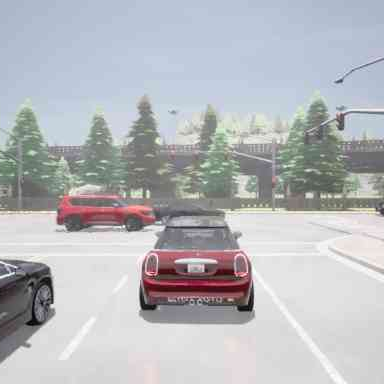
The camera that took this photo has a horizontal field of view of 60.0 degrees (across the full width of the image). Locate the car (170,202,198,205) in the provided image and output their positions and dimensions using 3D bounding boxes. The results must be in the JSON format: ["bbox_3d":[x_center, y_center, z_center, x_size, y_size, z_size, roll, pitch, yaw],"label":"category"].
[{"bbox_3d":[-0.195,1.447,22.731,5.008,1.535,1.882,0,0,1],"label":"car"}]

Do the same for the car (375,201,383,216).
[{"bbox_3d":[19.478,1.166,29.618,5.566,2.045,2.150,0,0,1],"label":"car"}]

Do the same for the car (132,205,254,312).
[{"bbox_3d":[0.149,1.352,7.922,2.097,1.767,4.553,0,0,2],"label":"car"}]

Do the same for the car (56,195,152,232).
[{"bbox_3d":[-4.958,1.202,19.298,5.566,2.045,2.150,0,0,1],"label":"car"}]

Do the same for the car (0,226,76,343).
[{"bbox_3d":[-3.432,1.492,4.172,2.128,1.511,4.902,0,0,0],"label":"car"}]
